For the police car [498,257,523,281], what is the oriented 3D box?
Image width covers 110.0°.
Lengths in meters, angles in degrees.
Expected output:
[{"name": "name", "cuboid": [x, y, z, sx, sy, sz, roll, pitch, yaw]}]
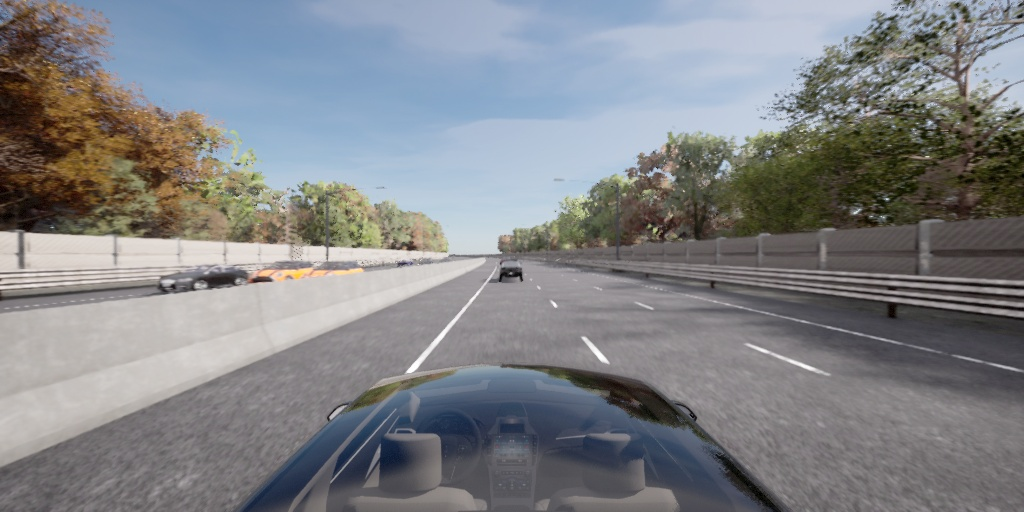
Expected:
[{"name": "police car", "cuboid": [-0.102, 1.120, 29.655, 1.930, 1.638, 5.238, 0, 0, -1]}]

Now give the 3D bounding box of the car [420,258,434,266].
[{"name": "car", "cuboid": [-15.013, 1.133, 63.498, 1.837, 1.490, 4.892, 0, 0, -1]}]

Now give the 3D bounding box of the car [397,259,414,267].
[{"name": "car", "cuboid": [-18.471, 1.256, 62.406, 1.895, 1.301, 4.718, 0, 0, -2]}]

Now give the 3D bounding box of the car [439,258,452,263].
[{"name": "car", "cuboid": [-11.481, 1.141, 62.313, 1.837, 1.490, 4.892, 0, 0, -1]}]

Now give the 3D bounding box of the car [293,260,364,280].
[{"name": "car", "cuboid": [-10.684, 1.078, 21.669, 2.097, 1.767, 4.553, 0, 0, 0]}]

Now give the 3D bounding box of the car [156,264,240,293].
[{"name": "car", "cuboid": [-17.677, 1.229, 20.783, 2.128, 1.511, 4.902, 0, 0, 0]}]

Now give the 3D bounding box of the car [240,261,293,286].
[{"name": "car", "cuboid": [-14.194, 1.082, 22.564, 2.097, 1.767, 4.553, 0, 0, 0]}]

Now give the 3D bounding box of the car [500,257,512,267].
[{"name": "car", "cuboid": [-1.031, 0.986, 64.968, 2.097, 1.767, 4.553, 0, 0, -2]}]
